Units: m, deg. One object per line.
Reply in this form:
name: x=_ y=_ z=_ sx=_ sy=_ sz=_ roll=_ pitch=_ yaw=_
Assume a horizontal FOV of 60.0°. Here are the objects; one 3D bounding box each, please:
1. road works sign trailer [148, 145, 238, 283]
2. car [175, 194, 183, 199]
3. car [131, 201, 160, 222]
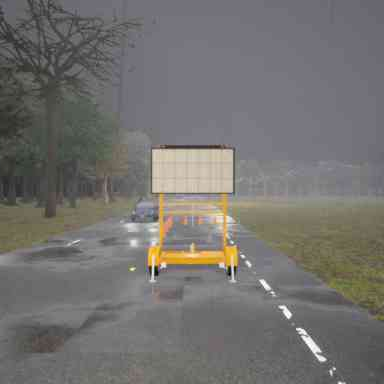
road works sign trailer: x=0.021 y=0.458 z=9.664 sx=2.380 sy=3.560 sz=2.880 roll=0 pitch=0 yaw=0
car: x=-3.310 y=0.992 z=85.859 sx=2.097 sy=1.767 sz=4.553 roll=0 pitch=0 yaw=0
car: x=-3.541 y=1.466 z=26.099 sx=1.812 sy=1.442 sz=4.674 roll=0 pitch=0 yaw=0
